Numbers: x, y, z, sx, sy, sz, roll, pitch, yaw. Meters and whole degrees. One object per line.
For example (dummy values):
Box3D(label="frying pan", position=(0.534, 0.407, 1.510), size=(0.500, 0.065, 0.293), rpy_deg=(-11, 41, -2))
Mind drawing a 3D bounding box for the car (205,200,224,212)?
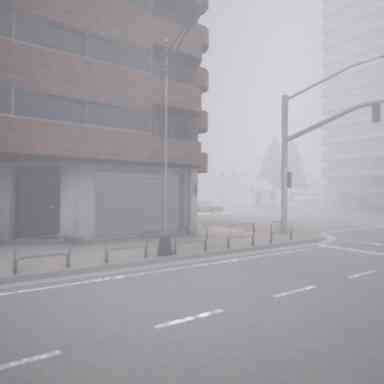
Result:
Box3D(label="car", position=(2.166, 1.775, 43.061), size=(1.812, 1.442, 4.674), rpy_deg=(1, -1, -35))

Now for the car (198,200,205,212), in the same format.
Box3D(label="car", position=(-0.748, 1.781, 41.117), size=(1.994, 1.385, 4.181), rpy_deg=(1, 0, -35))

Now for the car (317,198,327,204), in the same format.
Box3D(label="car", position=(31.077, 2.143, 78.666), size=(5.357, 1.411, 2.033), rpy_deg=(1, 0, -23))
